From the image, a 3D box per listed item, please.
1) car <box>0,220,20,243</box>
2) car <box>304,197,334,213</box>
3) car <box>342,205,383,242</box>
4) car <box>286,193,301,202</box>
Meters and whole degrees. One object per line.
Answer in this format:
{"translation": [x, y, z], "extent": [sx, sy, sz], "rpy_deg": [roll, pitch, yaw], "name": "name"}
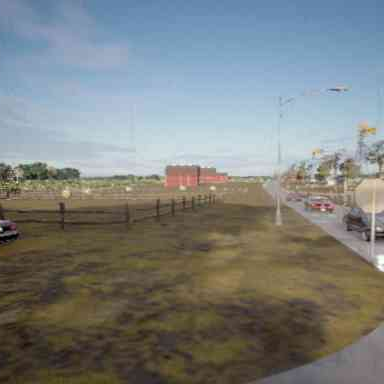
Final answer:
{"translation": [-9.152, 1.380, 12.331], "extent": [5.357, 1.411, 2.033], "rpy_deg": [0, 1, 15], "name": "car"}
{"translation": [10.962, 1.085, 28.917], "extent": [1.895, 1.301, 4.718], "rpy_deg": [1, 1, 12], "name": "car"}
{"translation": [7.998, 1.236, 14.477], "extent": [2.033, 1.411, 5.357], "rpy_deg": [1, 1, 12], "name": "car"}
{"translation": [15.550, 0.841, 51.237], "extent": [1.994, 1.385, 4.181], "rpy_deg": [1, 0, 12], "name": "car"}
